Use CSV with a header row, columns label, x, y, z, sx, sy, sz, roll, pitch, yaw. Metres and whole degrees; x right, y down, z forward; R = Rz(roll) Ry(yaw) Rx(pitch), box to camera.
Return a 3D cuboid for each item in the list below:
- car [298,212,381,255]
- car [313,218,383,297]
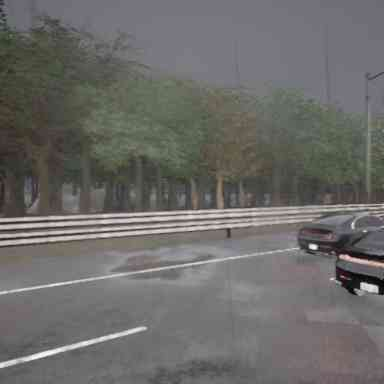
label,x,y,z,sx,sy,sz,roll,pitch,yaw
car,5.886,1.486,11.987,4.892,1.490,1.837,-1,0,-34
car,5.145,1.481,7.261,4.902,1.511,2.128,0,0,-34
